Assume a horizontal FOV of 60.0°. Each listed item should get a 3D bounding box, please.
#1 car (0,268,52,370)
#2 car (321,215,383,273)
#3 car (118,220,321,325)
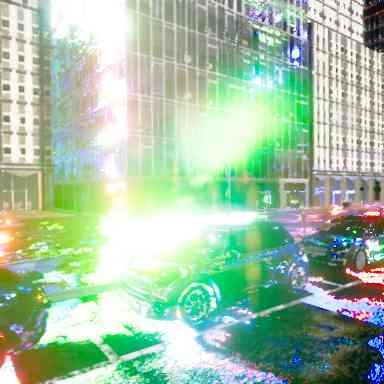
[{"bbox_3d":[-3.960,1.565,3.735,4.403,1.369,2.008,-1,1,-36],"label":"car"},{"bbox_3d":[5.043,1.426,10.166,4.403,1.369,2.008,-1,1,-36],"label":"car"},{"bbox_3d":[0.541,1.385,6.950,4.097,1.590,1.967,-1,1,-36],"label":"car"}]
